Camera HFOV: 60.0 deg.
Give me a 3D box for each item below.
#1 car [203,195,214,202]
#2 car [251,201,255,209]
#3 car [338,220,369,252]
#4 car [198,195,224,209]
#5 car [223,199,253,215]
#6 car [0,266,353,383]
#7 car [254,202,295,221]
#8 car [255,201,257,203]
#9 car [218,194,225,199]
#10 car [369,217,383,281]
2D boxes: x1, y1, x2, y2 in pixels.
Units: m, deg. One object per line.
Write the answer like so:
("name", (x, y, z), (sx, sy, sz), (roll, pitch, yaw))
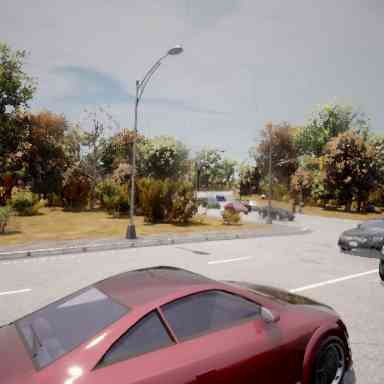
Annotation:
("car", (3.526, 1.392, 72.427), (1.994, 1.385, 4.181), (2, 2, -4))
("car", (7.560, 2.154, 52.486), (1.882, 1.535, 5.008), (3, 1, -17))
("car", (8.042, 1.759, 13.654), (4.674, 1.442, 1.812), (2, -1, -31))
("car", (3.134, 1.751, 54.926), (2.097, 1.767, 4.553), (3, 1, -14))
("car", (5.959, 2.203, 45.365), (1.812, 1.442, 4.674), (3, 0, -19))
("car", (-0.075, 1.571, 3.696), (4.181, 1.385, 1.994), (0, 0, -36))
("car", (9.309, 2.295, 36.708), (1.837, 1.490, 4.892), (3, -1, -23))
("car", (10.093, 2.240, 56.452), (1.812, 1.442, 4.674), (2, 2, -15))
("car", (6.616, 1.263, 77.510), (1.882, 1.535, 5.008), (2, 2, -1))
("car", (6.942, 1.485, 8.757), (4.553, 1.767, 2.097), (2, -1, -36))
